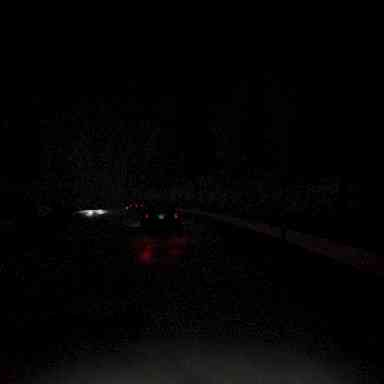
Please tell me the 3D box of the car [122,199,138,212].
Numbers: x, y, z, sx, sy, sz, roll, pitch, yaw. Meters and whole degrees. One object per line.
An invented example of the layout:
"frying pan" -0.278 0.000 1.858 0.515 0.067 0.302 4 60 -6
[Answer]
"car" -6.735 1.517 37.741 2.033 1.411 5.357 0 0 -19

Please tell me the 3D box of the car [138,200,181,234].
"car" -1.939 1.332 19.441 2.097 1.767 4.553 0 0 -10

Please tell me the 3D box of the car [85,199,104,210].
"car" -12.300 1.541 41.859 1.994 1.385 4.181 0 0 -23
